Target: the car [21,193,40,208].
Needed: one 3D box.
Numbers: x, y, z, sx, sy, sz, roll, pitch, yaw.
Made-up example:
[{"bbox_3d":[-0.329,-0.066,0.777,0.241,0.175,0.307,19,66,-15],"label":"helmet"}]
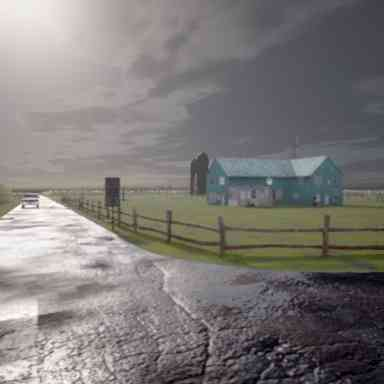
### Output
[{"bbox_3d":[-23.125,1.202,47.760,2.150,2.045,5.566,-1,0,-25],"label":"car"}]
